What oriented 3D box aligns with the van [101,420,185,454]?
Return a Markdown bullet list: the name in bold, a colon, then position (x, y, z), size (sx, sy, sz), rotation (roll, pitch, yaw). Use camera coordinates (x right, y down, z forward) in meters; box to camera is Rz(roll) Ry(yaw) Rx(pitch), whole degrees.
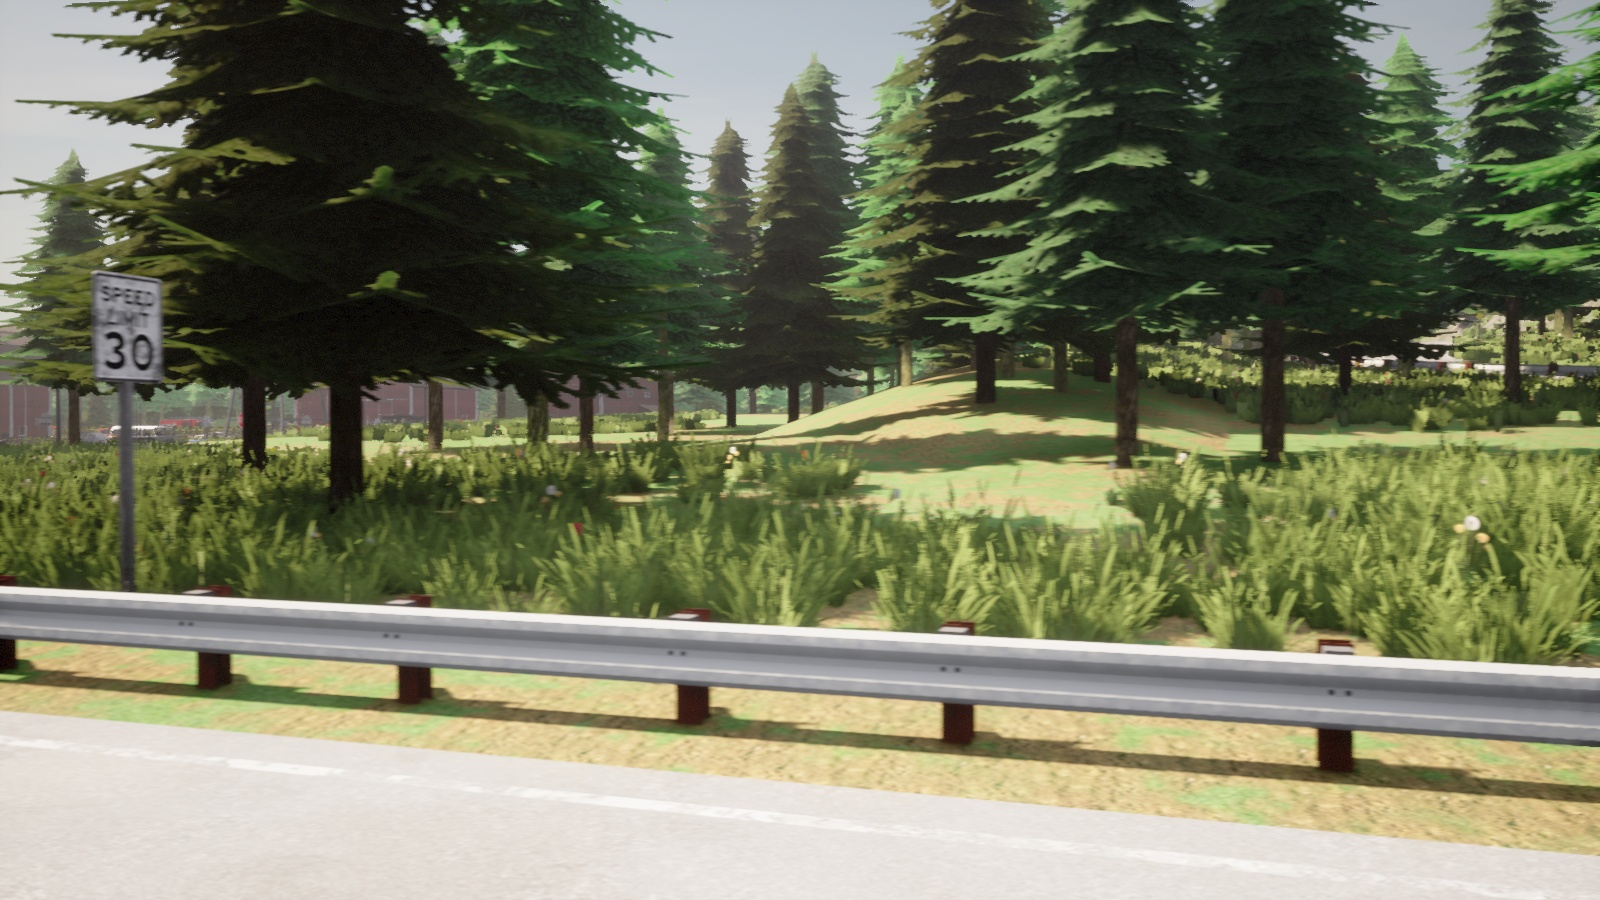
- **van**: position (-40.494, -0.812, 77.385), size (4.480, 2.038, 2.069), rotation (0, 1, 20)
